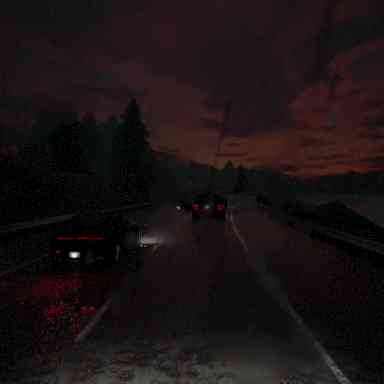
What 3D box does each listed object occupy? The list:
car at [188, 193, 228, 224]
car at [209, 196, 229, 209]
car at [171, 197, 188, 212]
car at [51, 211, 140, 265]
[{"bbox_3d":[1.236,1.074,23.300,2.150,2.045,5.566,0,1,5],"label":"car"},{"bbox_3d":[3.403,1.285,41.210,2.033,1.411,5.357,0,0,9],"label":"car"},{"bbox_3d":[-0.998,1.277,35.065,1.837,1.490,4.892,0,0,7],"label":"car"},{"bbox_3d":[-3.068,1.428,11.398,1.837,1.490,4.892,0,0,2],"label":"car"}]
